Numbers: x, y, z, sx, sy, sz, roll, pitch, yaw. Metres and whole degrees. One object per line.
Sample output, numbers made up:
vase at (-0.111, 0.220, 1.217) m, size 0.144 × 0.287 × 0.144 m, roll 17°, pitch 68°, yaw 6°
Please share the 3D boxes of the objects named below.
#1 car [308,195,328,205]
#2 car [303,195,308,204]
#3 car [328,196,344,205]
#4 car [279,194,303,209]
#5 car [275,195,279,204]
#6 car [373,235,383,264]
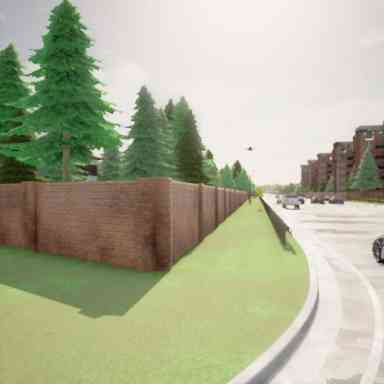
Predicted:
car at (24.858, 1.551, 65.975) m, size 2.097 × 1.767 × 4.553 m, roll 0°, pitch 0°, yaw 11°
car at (21.403, 1.691, 66.534) m, size 1.837 × 1.490 × 4.892 m, roll 0°, pitch 0°, yaw 11°
car at (28.276, 1.555, 65.215) m, size 2.097 × 1.767 × 4.553 m, roll 0°, pitch 0°, yaw 11°
car at (14.452, 1.353, 48.873) m, size 2.150 × 2.045 × 5.566 m, roll 0°, pitch -1°, yaw 11°
car at (17.704, 1.784, 65.843) m, size 1.895 × 1.301 × 4.718 m, roll 0°, pitch 0°, yaw 11°
car at (6.507, 1.558, 8.965) m, size 1.812 × 1.442 × 4.674 m, roll 0°, pitch 0°, yaw 11°
